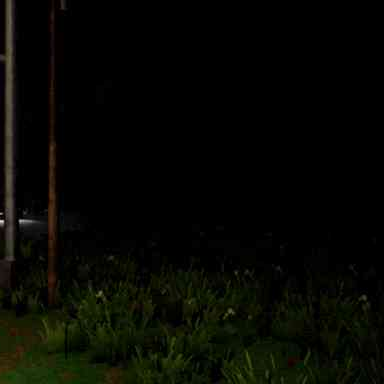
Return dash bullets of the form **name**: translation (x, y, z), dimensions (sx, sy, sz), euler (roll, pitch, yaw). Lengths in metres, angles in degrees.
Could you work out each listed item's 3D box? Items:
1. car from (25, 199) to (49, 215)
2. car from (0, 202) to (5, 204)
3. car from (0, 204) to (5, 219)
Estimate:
- **car**: translation (-15.354, 1.478, 33.470), dimensions (1.837, 1.490, 4.892), euler (1, -1, -37)
- **car**: translation (-16.100, 1.537, 28.019), dimensions (1.994, 1.385, 4.181), euler (0, 0, -33)
- **car**: translation (-12.508, 1.574, 18.700), dimensions (1.895, 1.301, 4.718), euler (0, 0, -13)
